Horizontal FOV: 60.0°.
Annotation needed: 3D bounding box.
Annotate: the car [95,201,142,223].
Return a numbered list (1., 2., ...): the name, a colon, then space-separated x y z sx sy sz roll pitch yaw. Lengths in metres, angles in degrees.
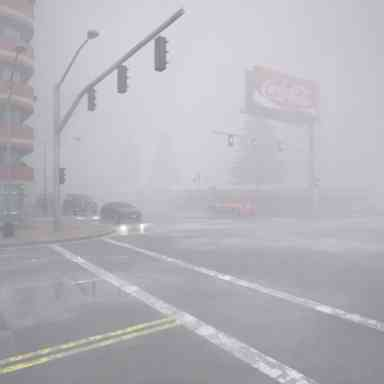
1. car: -5.590 1.505 25.871 1.837 1.490 4.892 0 0 -36

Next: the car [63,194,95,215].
1. car: -11.590 1.221 34.206 2.150 2.045 5.566 0 0 -36

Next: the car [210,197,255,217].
1. car: 3.736 1.352 31.231 2.097 1.767 4.553 0 0 -36

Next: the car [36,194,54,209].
1. car: -19.762 1.224 45.582 2.150 2.045 5.566 0 0 -36
